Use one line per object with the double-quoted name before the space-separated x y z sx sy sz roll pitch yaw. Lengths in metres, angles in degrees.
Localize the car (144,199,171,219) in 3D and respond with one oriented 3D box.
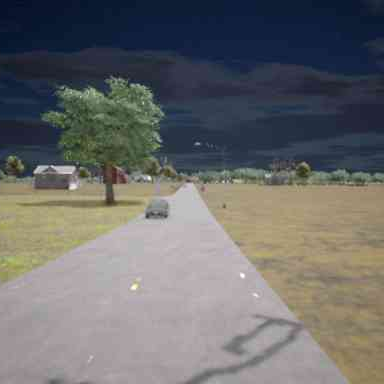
"car" -2.847 1.408 28.379 1.837 1.490 4.892 0 1 0
